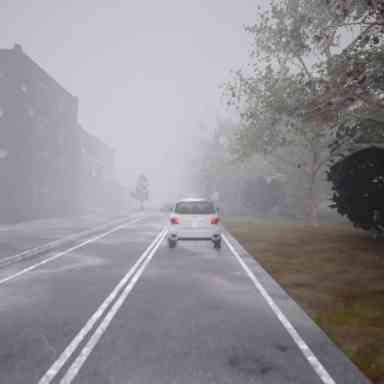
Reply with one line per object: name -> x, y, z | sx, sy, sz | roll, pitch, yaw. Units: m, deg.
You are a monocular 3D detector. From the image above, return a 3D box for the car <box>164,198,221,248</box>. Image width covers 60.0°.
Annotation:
car -> 0.113, 1.306, 15.349 | 2.150, 2.045, 5.566 | 0, 0, 0

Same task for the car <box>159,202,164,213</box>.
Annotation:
car -> -3.231, 2.002, 44.583 | 1.837, 1.490, 4.892 | 0, -1, 0
